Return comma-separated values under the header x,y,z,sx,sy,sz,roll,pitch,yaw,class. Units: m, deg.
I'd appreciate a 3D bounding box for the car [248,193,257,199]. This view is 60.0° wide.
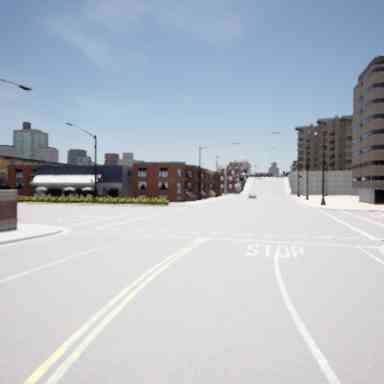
x,y,z,sx,sy,sz,roll,pitch,yaw,class
14.241,0.967,78.482,1.895,1.301,4.718,0,1,14,car
